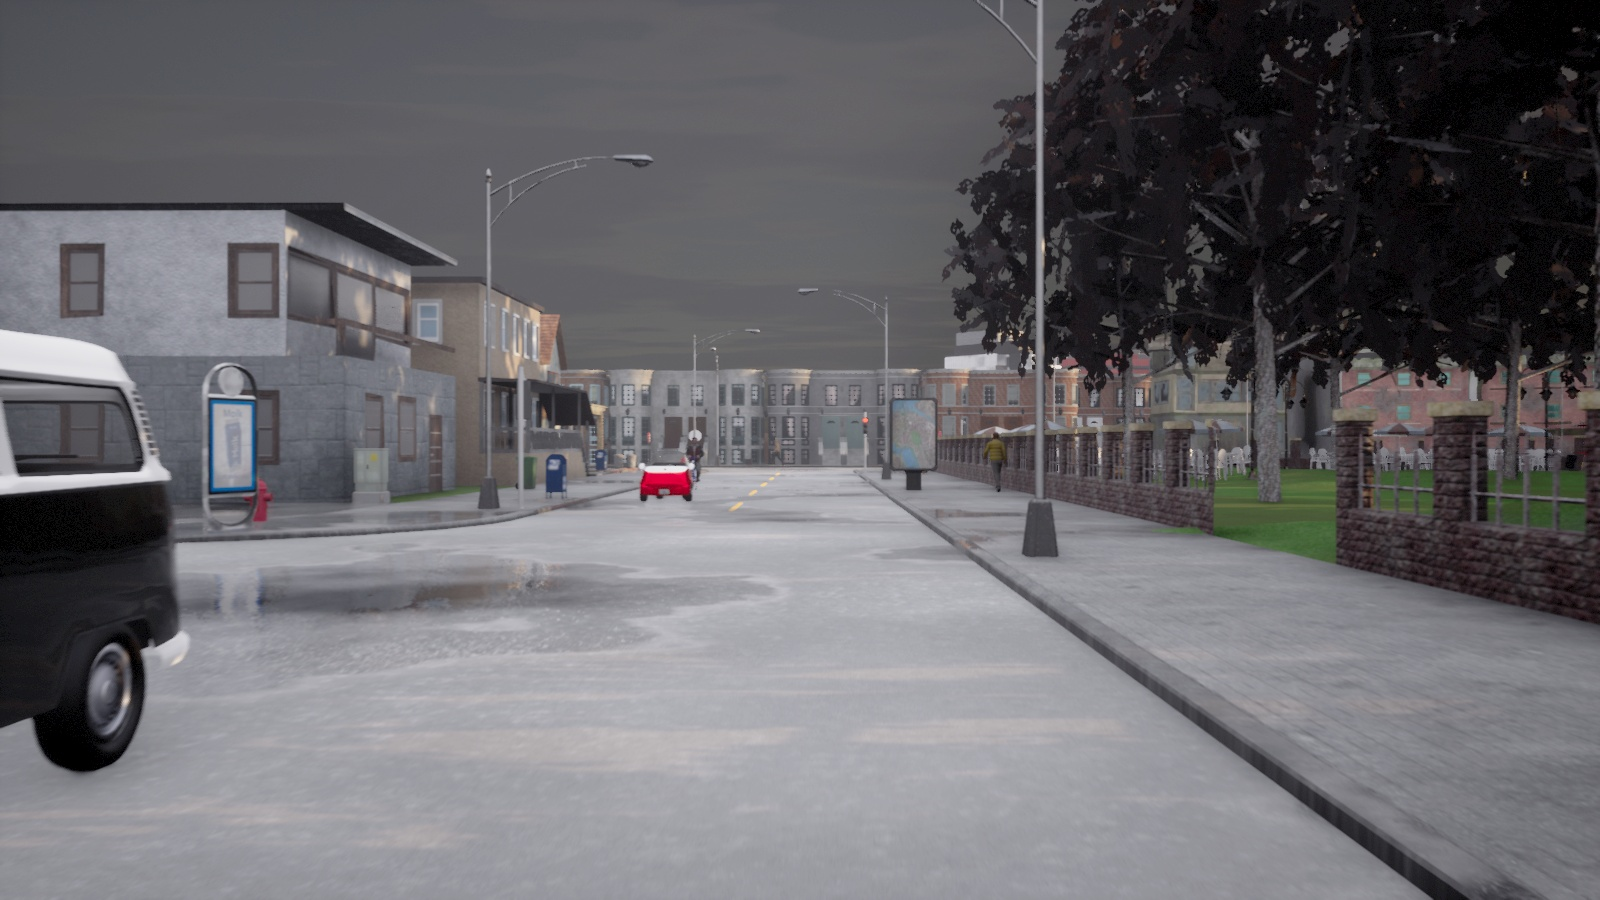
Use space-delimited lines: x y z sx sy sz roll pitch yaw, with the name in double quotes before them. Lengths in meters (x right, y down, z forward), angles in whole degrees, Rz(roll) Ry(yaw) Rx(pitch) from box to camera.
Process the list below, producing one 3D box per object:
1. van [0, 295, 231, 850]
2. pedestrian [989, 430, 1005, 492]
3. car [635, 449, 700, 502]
"van" -3.962 0.450 4.418 2.069 2.038 4.480 0 0 -3
"pedestrian" 5.838 0.320 37.261 0.370 1.835 0.726 0 0 1
"car" -3.558 0.669 33.971 1.481 1.376 2.207 0 0 1
